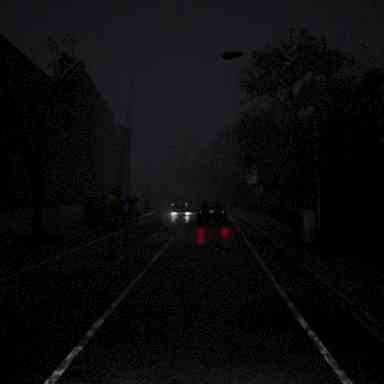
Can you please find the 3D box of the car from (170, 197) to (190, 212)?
[{"bbox_3d":[-1.375,1.414,39.816,2.097,1.767,4.553,0,0,2],"label":"car"}]

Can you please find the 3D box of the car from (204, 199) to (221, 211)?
[{"bbox_3d":[2.530,1.600,42.634,2.033,1.411,5.357,0,0,2],"label":"car"}]

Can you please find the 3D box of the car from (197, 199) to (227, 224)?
[{"bbox_3d":[1.480,1.378,24.868,2.097,1.767,4.553,0,0,4],"label":"car"}]
